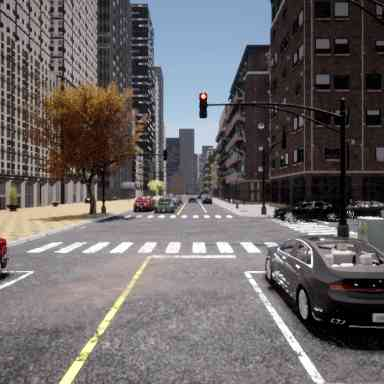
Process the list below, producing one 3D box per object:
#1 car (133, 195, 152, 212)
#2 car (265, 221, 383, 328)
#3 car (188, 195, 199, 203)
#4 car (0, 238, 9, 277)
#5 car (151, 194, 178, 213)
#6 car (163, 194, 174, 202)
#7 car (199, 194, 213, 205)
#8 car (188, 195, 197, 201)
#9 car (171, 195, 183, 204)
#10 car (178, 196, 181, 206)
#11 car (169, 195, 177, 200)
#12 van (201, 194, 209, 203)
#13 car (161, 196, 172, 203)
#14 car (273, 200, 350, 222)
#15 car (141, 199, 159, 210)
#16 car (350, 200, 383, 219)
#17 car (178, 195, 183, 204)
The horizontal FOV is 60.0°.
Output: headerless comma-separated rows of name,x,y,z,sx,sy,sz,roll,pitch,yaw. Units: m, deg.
car,-5.600,1.332,39.313,2.192,1.841,5.009,0,0,0
car,2.705,1.551,6.905,2.008,1.369,4.403,0,0,0
car,0.161,1.540,68.621,2.128,1.511,4.902,0,0,0
car,-5.675,1.545,6.925,1.887,1.381,4.507,0,0,0
car,-2.985,1.367,36.995,2.097,1.767,4.553,0,0,-1
car,-5.508,1.378,77.973,2.192,1.841,5.009,0,0,0
car,2.834,1.605,61.384,1.947,1.339,4.313,0,0,0
car,0.187,1.455,79.043,2.033,1.411,5.357,0,0,0
car,-2.889,1.396,65.096,2.097,1.767,4.553,0,0,1
car,-2.990,1.624,45.979,1.895,1.301,4.718,0,0,0
car,-5.469,1.645,94.542,2.008,1.369,4.403,0,0,0
van,2.860,1.395,72.431,1.690,1.788,3.998,0,0,0
car,-5.521,1.620,72.451,1.947,1.339,4.313,0,0,0
car,8.389,1.388,24.103,4.892,1.490,1.837,-1,0,6
car,-5.586,1.588,44.836,1.947,1.339,4.313,0,0,0
car,13.487,1.347,26.285,4.403,1.369,2.008,-1,1,0
car,-2.959,1.523,55.291,2.128,1.511,4.902,0,0,0
